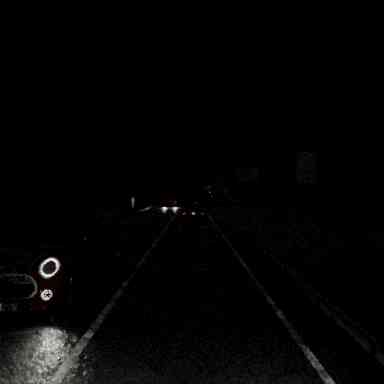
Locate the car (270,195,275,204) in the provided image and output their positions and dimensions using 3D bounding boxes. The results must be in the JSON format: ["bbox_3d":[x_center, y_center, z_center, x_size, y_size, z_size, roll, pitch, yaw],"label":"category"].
[{"bbox_3d":[18.703,1.681,65.154,5.366,1.575,1.946,0,-1,0],"label":"car"}]

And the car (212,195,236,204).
[{"bbox_3d":[6.275,1.568,65.827,4.553,1.767,2.185,0,-1,0],"label":"car"}]

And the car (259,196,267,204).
[{"bbox_3d":[18.421,1.622,73.535,5.566,2.045,2.435,0,-2,-1],"label":"car"}]

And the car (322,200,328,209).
[{"bbox_3d":[18.680,1.520,41.566,4.674,1.452,2.002,0,0,0],"label":"car"}]

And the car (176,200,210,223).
[{"bbox_3d":[0.096,1.570,25.941,2.033,1.411,5.357,0,0,0],"label":"car"}]

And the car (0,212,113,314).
[{"bbox_3d":[-3.351,1.359,7.865,2.097,1.767,4.553,0,0,0],"label":"car"}]

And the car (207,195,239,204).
[{"bbox_3d":[6.082,1.638,62.906,5.366,1.575,1.946,0,-1,0],"label":"car"}]

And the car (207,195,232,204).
[{"bbox_3d":[6.190,1.663,75.056,5.566,2.045,2.435,0,-2,-1],"label":"car"}]

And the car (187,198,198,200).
[{"bbox_3d":[0.104,1.502,42.795,2.128,1.511,4.902,1,1,0],"label":"car"}]

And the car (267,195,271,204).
[{"bbox_3d":[18.681,1.735,67.815,5.366,1.575,1.946,0,-1,0],"label":"car"}]

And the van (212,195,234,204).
[{"bbox_3d":[6.335,1.534,68.866,4.442,1.987,1.878,0,-1,0],"label":"van"}]

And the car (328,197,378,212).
[{"bbox_3d":[18.751,1.351,38.396,4.553,1.767,2.185,0,0,0],"label":"car"}]

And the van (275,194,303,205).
[{"bbox_3d":[18.423,1.409,62.362,4.442,1.987,1.878,0,-1,0],"label":"van"}]

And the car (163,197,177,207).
[{"bbox_3d":[-3.335,1.520,51.227,1.882,1.535,5.008,0,-1,0],"label":"car"}]
